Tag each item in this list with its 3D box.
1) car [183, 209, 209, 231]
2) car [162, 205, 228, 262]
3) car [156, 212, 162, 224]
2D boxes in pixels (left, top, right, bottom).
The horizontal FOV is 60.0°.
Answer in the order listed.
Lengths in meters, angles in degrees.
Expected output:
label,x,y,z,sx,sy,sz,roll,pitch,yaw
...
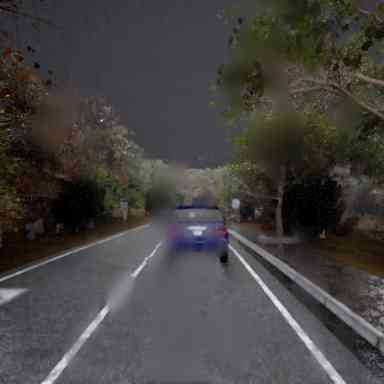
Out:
label,x,y,z,sx,sy,sz,roll,pitch,yaw
car,0.352,2.451,29.955,2.097,1.767,4.553,0,-3,1
car,0.205,1.535,13.553,2.150,2.045,5.566,0,-2,0
car,-3.191,3.171,40.866,2.033,1.411,5.357,0,-3,1
